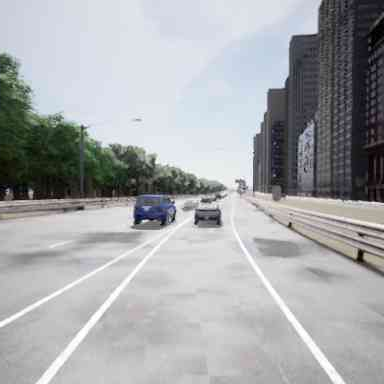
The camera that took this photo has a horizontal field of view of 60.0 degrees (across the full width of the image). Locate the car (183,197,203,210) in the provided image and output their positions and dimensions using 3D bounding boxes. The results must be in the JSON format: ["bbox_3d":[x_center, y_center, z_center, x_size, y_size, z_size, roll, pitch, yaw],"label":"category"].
[{"bbox_3d":[0.006,1.581,43.349,1.812,1.442,4.674,1,0,7],"label":"car"}]

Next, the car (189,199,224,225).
[{"bbox_3d":[1.272,1.531,24.731,2.128,1.511,4.902,0,0,6],"label":"car"}]

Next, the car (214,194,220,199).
[{"bbox_3d":[5.201,1.729,83.565,1.994,1.385,4.181,1,0,7],"label":"car"}]

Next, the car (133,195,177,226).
[{"bbox_3d":[-2.553,1.226,23.894,2.150,2.045,5.566,0,0,8],"label":"car"}]

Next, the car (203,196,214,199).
[{"bbox_3d":[2.591,1.610,63.190,1.837,1.490,4.892,1,0,7],"label":"car"}]
